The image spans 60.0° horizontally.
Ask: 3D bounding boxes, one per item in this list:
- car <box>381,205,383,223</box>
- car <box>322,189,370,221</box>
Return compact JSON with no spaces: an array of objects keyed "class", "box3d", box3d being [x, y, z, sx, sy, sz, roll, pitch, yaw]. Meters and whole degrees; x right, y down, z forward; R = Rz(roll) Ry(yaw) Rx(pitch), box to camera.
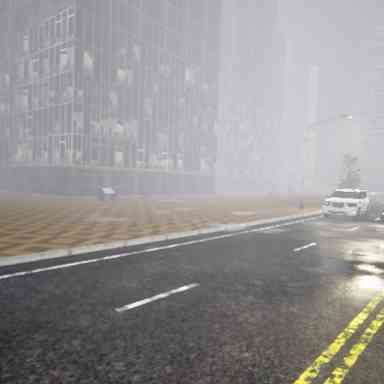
[{"class":"car","box3d":[13.553,1.260,21.509,1.812,1.442,4.674,3,2,37]},{"class":"car","box3d":[11.002,0.809,23.481,2.150,2.045,5.566,3,2,37]}]
